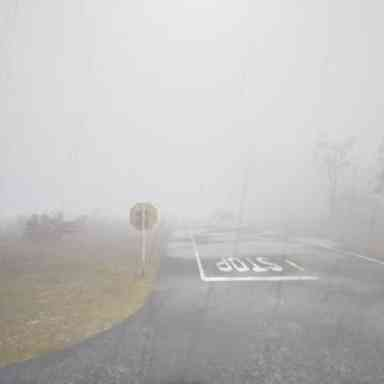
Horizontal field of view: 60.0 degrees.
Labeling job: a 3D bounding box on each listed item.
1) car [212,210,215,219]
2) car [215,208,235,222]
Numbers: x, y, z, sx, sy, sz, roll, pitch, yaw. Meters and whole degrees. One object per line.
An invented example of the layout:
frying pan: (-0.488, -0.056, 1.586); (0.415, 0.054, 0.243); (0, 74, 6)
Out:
car: (4.523, 3.556, 56.299); (2.097, 1.767, 4.553); (0, -2, -1)
car: (4.778, 3.289, 46.051); (2.128, 1.511, 4.902); (0, -2, -1)
